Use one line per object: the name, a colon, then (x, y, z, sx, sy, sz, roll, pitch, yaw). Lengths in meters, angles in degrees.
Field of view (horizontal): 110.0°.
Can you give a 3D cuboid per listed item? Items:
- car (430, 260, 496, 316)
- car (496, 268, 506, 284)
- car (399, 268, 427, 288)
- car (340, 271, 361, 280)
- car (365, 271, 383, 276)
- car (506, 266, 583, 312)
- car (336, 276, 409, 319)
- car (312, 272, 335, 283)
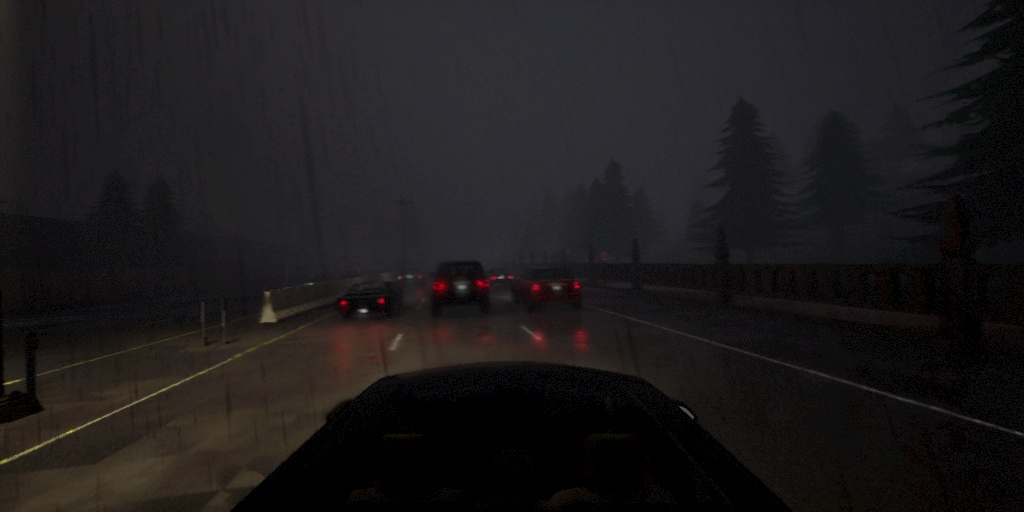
car: (-2.239, 1.227, 15.183, 2.150, 2.045, 5.566, -2, -1, -11)
car: (-1.134, 1.682, 28.912, 2.033, 1.411, 5.357, -2, -1, -9)
car: (-8.602, 1.800, 31.075, 2.097, 1.767, 4.553, -2, -1, -10)
car: (-22.891, 2.813, 50.860, 1.994, 1.385, 4.181, -2, -1, -10)
car: (-19.257, 2.704, 50.362, 1.895, 1.301, 4.718, -2, -1, -10)
car: (1.306, 1.222, 15.237, 2.097, 1.767, 4.553, -2, -1, -10)
car: (-5.781, 1.743, 15.216, 1.895, 1.301, 4.718, -2, -1, -10)
car: (-26.315, 2.936, 50.142, 1.994, 1.385, 4.181, -2, -1, -10)
